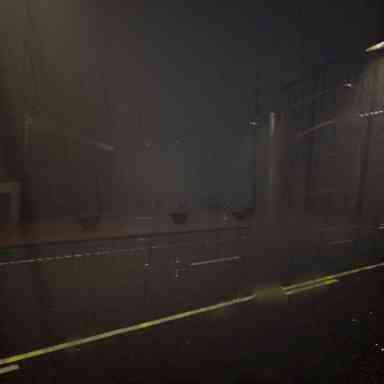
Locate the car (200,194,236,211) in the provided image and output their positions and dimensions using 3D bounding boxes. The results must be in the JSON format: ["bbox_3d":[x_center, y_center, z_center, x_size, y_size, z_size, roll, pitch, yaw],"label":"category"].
[{"bbox_3d":[3.287,1.356,43.417,2.150,2.045,5.566,1,0,-35],"label":"car"}]
